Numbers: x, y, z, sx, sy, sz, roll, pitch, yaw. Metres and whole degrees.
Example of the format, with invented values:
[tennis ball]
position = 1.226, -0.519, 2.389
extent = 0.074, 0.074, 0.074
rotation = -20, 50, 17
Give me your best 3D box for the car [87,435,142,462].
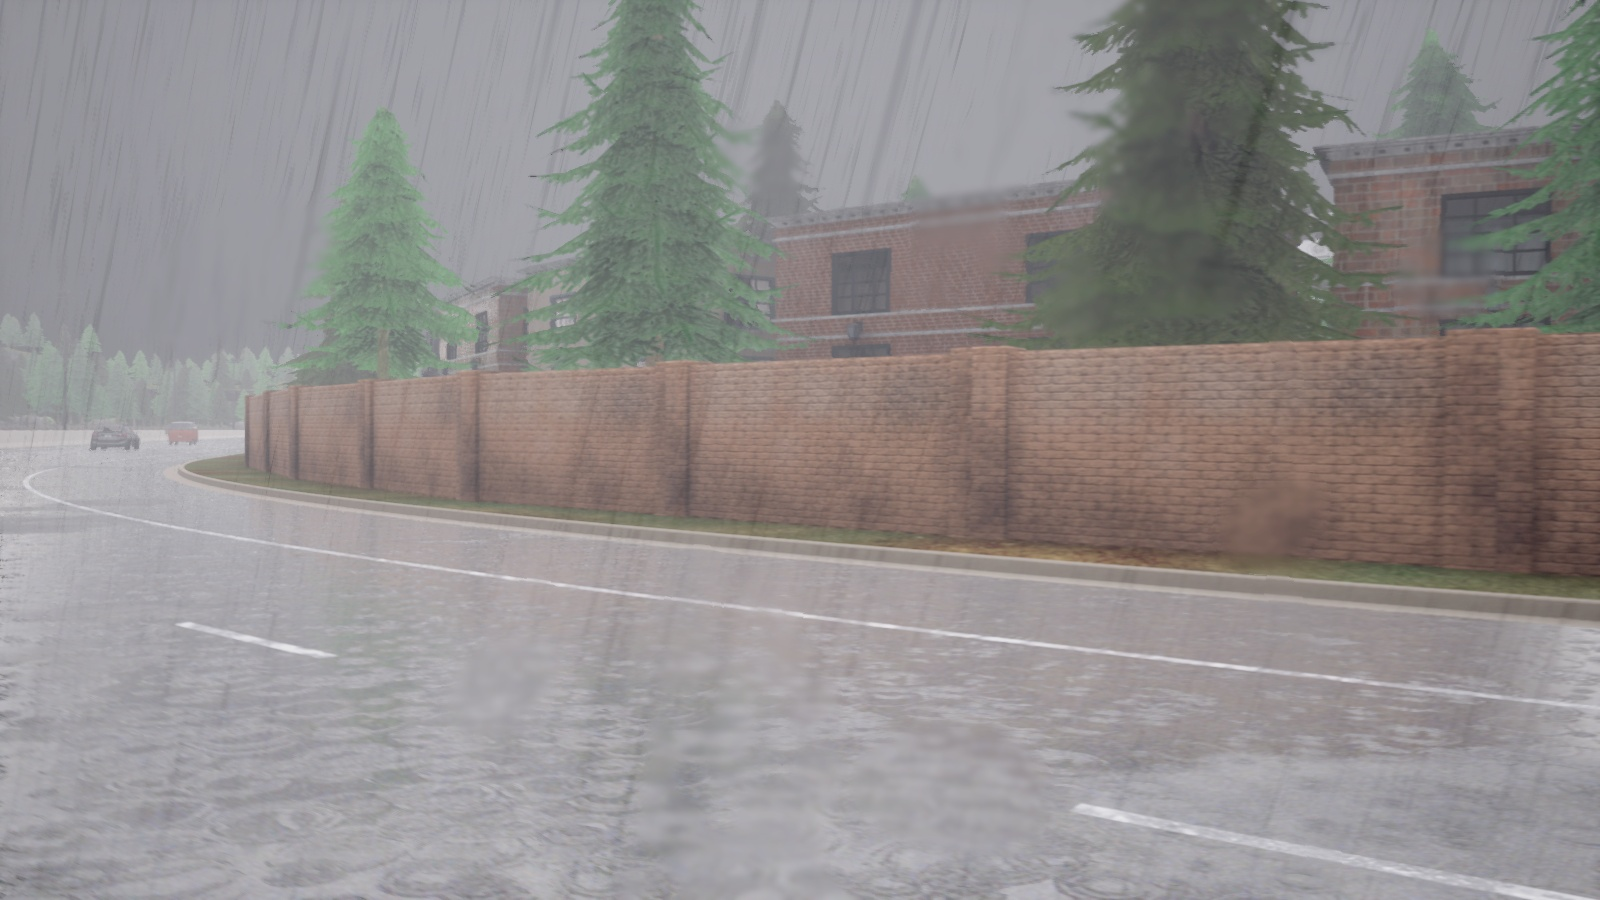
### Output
[car]
position = -43.662, -0.102, 80.120
extent = 2.242, 1.667, 4.611
rotation = -1, 1, -18
